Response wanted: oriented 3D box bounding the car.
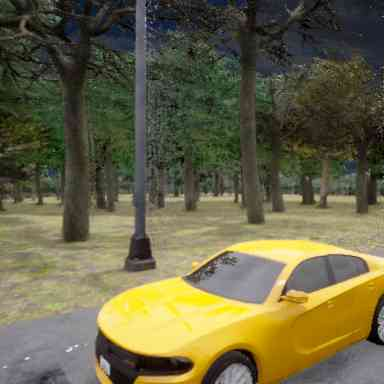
[{"bbox_3d":[1.155,1.485,4.817,5.008,1.535,1.882,0,0,-35],"label":"car"}]
